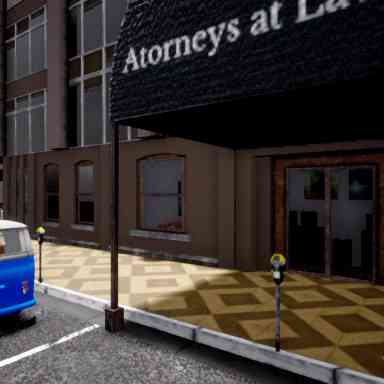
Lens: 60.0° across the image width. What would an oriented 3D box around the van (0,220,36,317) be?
[{"bbox_3d":[-4.573,1.341,6.122,3.998,1.788,1.690,0,0,35],"label":"van"}]
